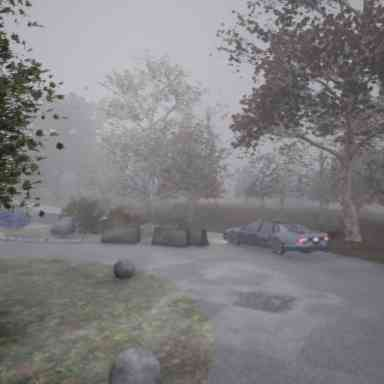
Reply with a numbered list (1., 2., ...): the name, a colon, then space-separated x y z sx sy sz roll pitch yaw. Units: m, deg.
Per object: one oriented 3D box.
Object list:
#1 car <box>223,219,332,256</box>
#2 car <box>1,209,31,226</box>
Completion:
1. car: 3.540 1.907 14.927 2.033 1.411 5.357 2 -2 -28
2. car: -15.425 1.707 26.060 2.435 2.045 5.566 0 -3 22
